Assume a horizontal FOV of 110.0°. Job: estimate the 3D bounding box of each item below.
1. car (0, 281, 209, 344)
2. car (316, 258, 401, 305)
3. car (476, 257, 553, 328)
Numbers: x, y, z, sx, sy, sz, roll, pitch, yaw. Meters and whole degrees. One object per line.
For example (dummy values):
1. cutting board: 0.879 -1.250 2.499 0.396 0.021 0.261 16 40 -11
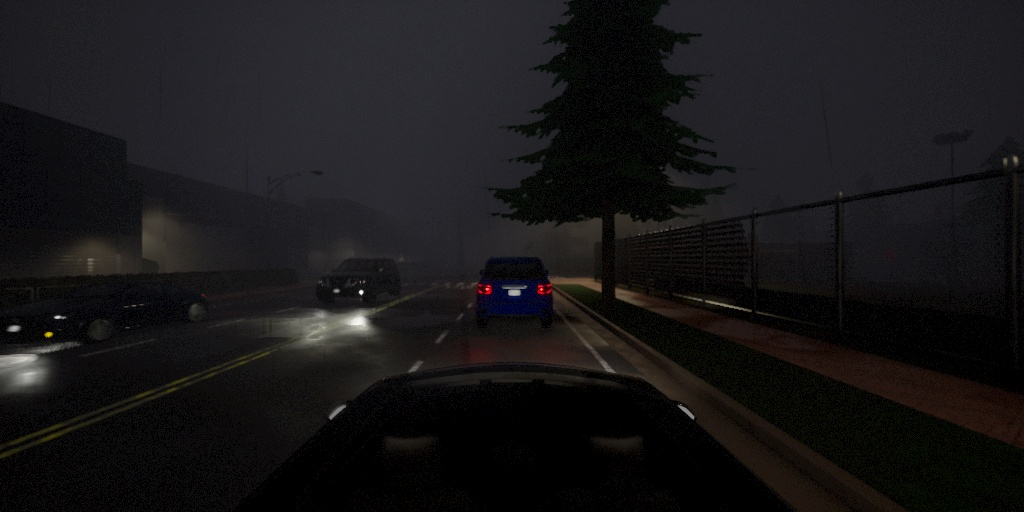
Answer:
1. car: -10.605 1.375 9.630 1.994 1.385 4.181 0 0 0
2. car: -7.096 1.094 17.297 2.150 2.045 5.566 0 -1 0
3. car: 0.076 1.050 11.887 2.150 2.045 5.566 0 0 0
